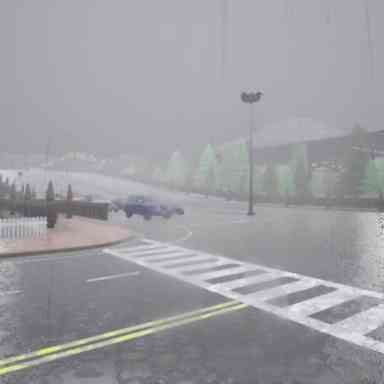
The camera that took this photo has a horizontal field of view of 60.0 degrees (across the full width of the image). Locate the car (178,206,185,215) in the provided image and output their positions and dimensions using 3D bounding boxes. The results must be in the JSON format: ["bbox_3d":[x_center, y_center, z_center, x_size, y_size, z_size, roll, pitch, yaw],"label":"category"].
[{"bbox_3d":[-2.519,1.576,32.533,1.994,1.385,4.181,0,0,-37],"label":"car"}]

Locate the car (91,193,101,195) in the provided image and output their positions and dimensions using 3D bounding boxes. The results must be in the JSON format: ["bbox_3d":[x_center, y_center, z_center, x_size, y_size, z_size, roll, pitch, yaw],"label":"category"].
[{"bbox_3d":[-13.783,0.896,47.422,2.033,1.411,5.357,0,4,-38],"label":"car"}]

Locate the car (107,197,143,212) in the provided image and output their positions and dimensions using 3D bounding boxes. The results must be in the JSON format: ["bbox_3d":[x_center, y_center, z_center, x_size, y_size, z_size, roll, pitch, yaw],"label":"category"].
[{"bbox_3d":[-8.147,1.412,39.954,2.033,1.411,5.357,0,2,-37],"label":"car"}]

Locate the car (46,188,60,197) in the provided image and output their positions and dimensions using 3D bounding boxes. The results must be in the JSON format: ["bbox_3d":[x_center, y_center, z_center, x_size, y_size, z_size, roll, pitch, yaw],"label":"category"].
[{"bbox_3d":[-21.488,0.108,51.937,1.812,1.442,4.674,0,6,-37],"label":"car"}]

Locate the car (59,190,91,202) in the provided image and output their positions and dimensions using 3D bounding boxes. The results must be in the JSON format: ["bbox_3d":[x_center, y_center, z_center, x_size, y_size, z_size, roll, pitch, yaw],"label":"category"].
[{"bbox_3d":[-15.457,0.828,43.841,2.097,1.767,4.553,0,4,-37],"label":"car"}]

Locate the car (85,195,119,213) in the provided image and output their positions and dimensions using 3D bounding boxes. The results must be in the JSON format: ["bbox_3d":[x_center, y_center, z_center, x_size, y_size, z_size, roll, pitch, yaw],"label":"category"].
[{"bbox_3d":[-9.565,1.456,36.029,1.812,1.442,4.674,0,1,-37],"label":"car"}]

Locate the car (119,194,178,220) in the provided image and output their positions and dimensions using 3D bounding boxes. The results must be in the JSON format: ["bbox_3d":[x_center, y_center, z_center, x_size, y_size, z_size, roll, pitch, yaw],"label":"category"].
[{"bbox_3d":[-3.837,1.234,28.478,2.150,2.045,5.566,0,0,-37],"label":"car"}]
